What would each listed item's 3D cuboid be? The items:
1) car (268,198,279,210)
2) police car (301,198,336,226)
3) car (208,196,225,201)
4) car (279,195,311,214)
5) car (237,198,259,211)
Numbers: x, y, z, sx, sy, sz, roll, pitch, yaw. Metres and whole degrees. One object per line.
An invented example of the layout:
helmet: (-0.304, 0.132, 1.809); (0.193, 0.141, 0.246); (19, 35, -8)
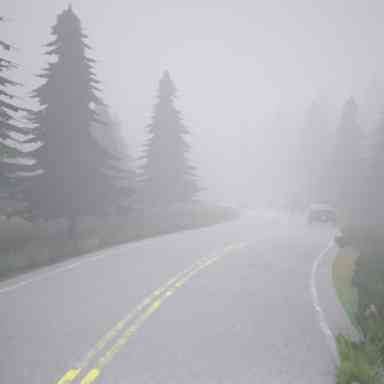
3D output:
car: (11.247, 1.528, 42.486); (1.812, 1.442, 4.674); (0, 1, -5)
police car: (9.849, 1.589, 25.765); (1.930, 1.638, 5.238); (2, 1, 15)
car: (4.373, 1.428, 62.834); (1.895, 1.301, 4.718); (-1, 1, -20)
car: (11.429, 1.301, 36.148); (2.150, 2.045, 5.566); (1, 1, 2)
car: (6.852, 1.479, 41.347); (2.128, 1.511, 4.902); (1, 0, -5)
